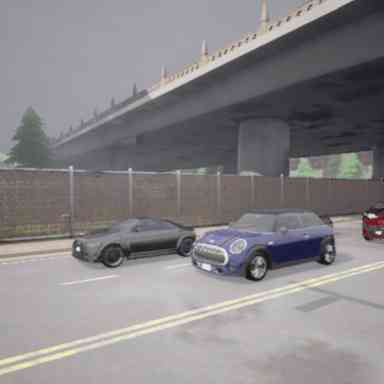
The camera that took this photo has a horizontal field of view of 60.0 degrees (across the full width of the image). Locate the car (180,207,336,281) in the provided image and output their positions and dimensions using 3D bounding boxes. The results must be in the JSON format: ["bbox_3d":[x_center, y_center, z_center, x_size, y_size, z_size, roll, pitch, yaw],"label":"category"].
[{"bbox_3d":[2.200,1.317,9.834,4.553,1.767,2.097,0,0,-35],"label":"car"}]

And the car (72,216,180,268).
[{"bbox_3d":[-1.816,1.544,11.267,4.181,1.385,1.994,0,0,-34],"label":"car"}]

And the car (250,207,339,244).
[{"bbox_3d":[5.018,1.499,16.135,4.181,1.385,1.994,0,0,-35],"label":"car"}]

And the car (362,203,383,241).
[{"bbox_3d":[9.728,1.394,15.184,5.008,1.535,1.882,0,0,-35],"label":"car"}]
